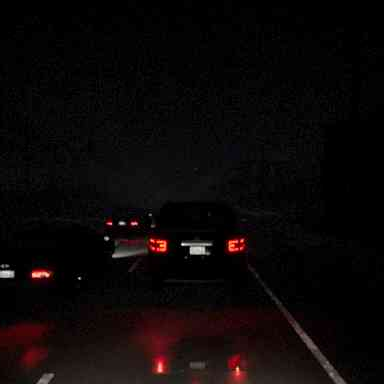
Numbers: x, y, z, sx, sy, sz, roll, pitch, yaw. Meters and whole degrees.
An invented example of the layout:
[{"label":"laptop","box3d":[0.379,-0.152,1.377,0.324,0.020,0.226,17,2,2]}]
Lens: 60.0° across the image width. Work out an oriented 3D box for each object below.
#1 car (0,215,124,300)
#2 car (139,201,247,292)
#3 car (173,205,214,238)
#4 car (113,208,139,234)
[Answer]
[{"label":"car","box3d":[-3.413,1.562,8.612,2.033,1.411,5.357,0,0,0]},{"label":"car","box3d":[0.092,1.237,9.154,2.150,2.045,5.566,0,0,0]},{"label":"car","box3d":[0.084,1.580,19.085,2.033,1.411,5.357,0,0,0]},{"label":"car","box3d":[-3.418,1.579,18.684,2.033,1.411,5.357,0,0,0]}]
